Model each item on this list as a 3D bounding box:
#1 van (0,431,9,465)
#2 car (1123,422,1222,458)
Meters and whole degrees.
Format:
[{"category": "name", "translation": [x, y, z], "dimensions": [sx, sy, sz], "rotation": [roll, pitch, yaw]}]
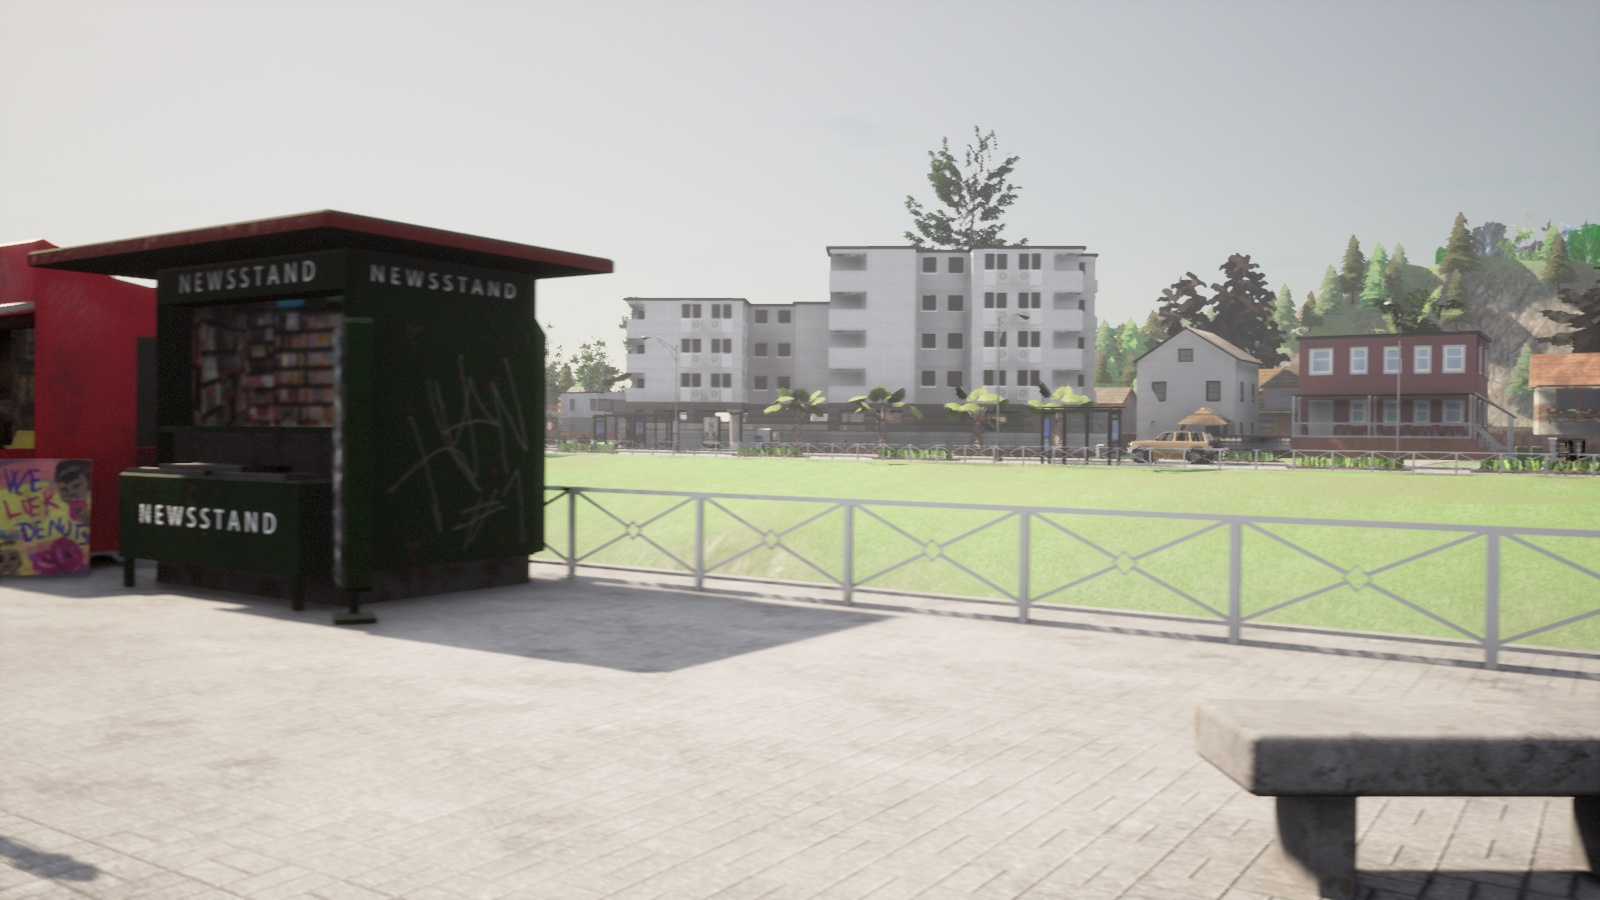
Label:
[{"category": "van", "translation": [-48.816, -0.070, 72.982], "dimensions": [1.775, 1.987, 4.442], "rotation": [0, 1, 34]}, {"category": "car", "translation": [19.391, -0.520, 65.408], "dimensions": [4.605, 1.855, 1.932], "rotation": [0, 1, 34]}]
